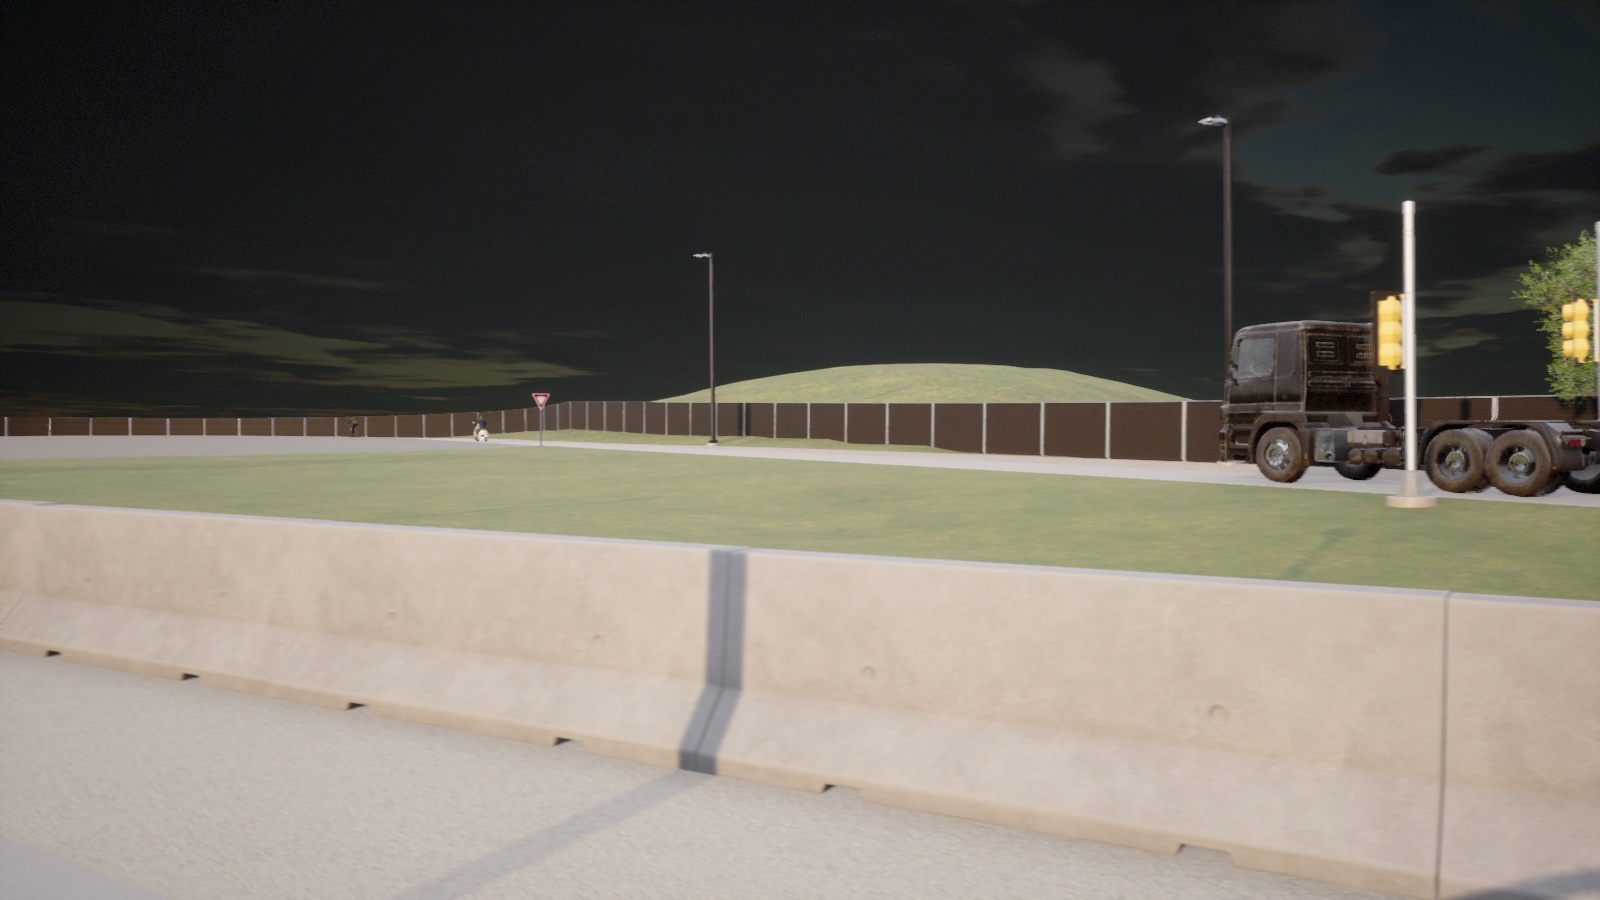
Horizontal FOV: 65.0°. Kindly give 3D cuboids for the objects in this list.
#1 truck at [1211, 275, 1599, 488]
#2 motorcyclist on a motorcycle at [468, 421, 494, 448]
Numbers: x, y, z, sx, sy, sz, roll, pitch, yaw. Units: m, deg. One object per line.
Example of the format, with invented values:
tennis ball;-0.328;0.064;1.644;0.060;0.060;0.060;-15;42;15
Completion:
truck;12.175;-1.215;24.654;2.891;3.462;7.936;-2;2;-29
motorcyclist on a motorcycle;-18.941;-0.904;74.553;0.866;1.590;1.817;-2;2;-36
